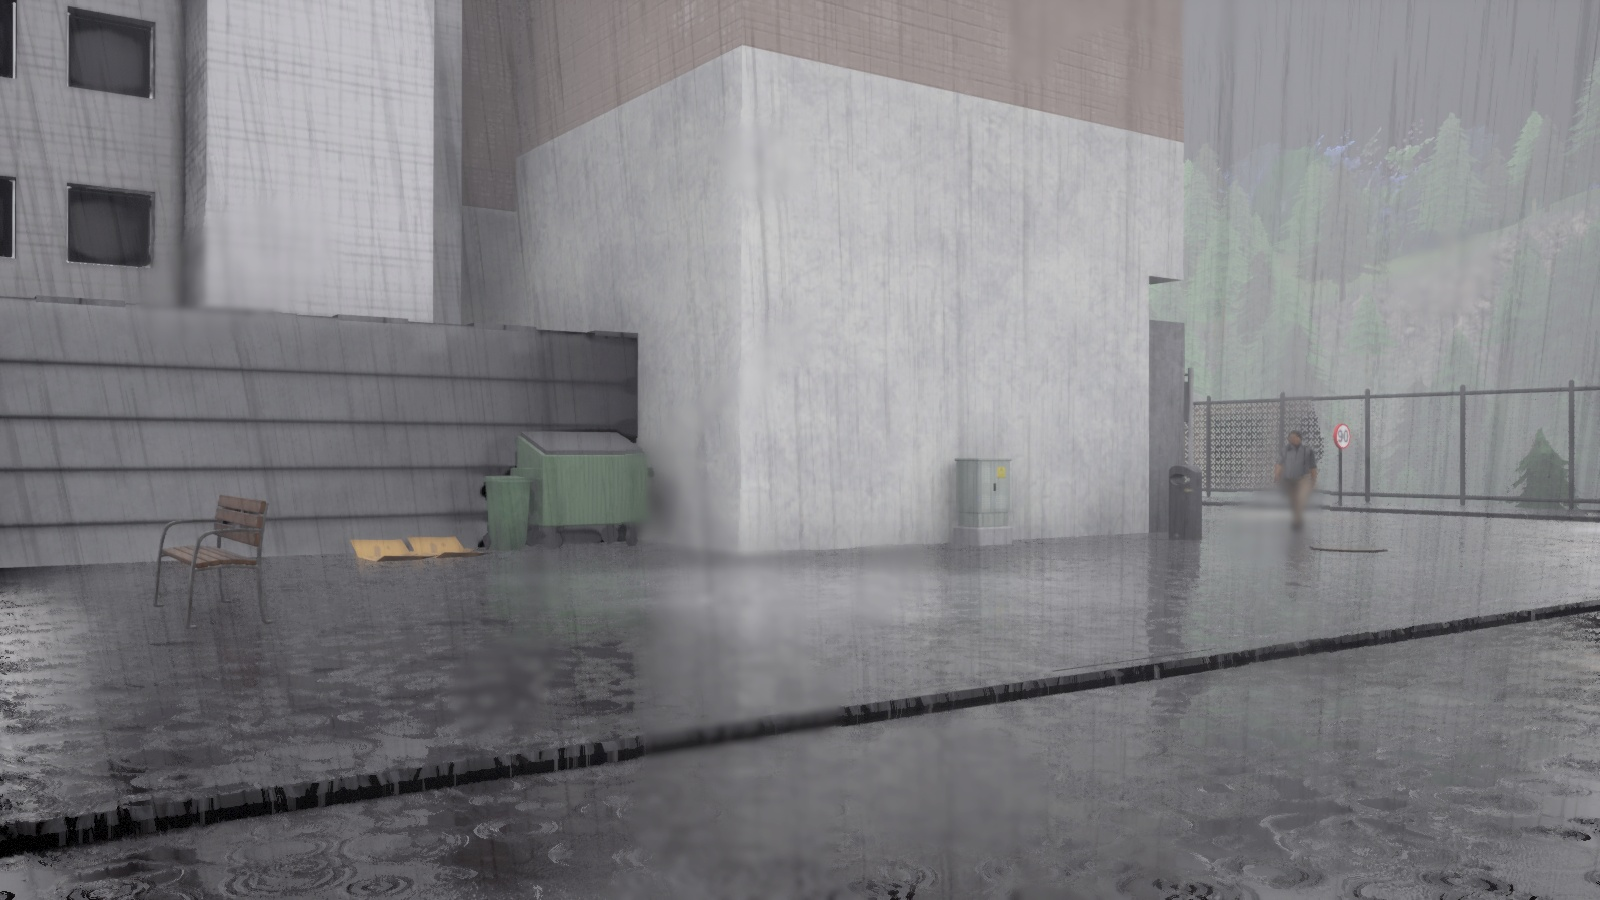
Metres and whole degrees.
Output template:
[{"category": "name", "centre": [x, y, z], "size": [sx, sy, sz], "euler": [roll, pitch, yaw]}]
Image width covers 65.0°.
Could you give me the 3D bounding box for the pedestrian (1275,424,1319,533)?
[{"category": "pedestrian", "centre": [8.595, 0.490, 21.706], "size": [0.540, 1.848, 0.694], "euler": [0, 0, 36]}]
